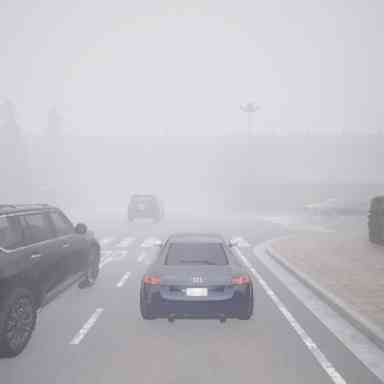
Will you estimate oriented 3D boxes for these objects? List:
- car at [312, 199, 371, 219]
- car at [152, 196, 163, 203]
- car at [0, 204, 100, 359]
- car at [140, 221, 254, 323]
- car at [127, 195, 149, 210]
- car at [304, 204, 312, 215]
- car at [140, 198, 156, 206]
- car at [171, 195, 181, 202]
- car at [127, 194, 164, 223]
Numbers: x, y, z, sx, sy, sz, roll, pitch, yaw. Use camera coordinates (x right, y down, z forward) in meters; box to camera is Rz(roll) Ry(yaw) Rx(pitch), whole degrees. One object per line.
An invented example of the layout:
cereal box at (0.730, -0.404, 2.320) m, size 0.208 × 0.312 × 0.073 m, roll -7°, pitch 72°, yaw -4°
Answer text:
car at (13.101, 1.436, 27.960) m, size 4.902 × 1.511 × 2.128 m, roll 0°, pitch 0°, yaw 0°
car at (-7.018, 1.526, 67.908) m, size 1.812 × 1.442 × 4.674 m, roll 0°, pitch 0°, yaw 0°
car at (-3.401, 1.221, 6.104) m, size 2.150 × 2.045 × 5.566 m, roll 0°, pitch 0°, yaw 0°
car at (0.082, 1.564, 7.315) m, size 1.994 × 1.385 × 4.181 m, roll 0°, pitch 0°, yaw 0°
car at (-7.095, 1.352, 44.246) m, size 2.097 × 1.767 × 4.553 m, roll 0°, pitch 0°, yaw 0°
car at (13.193, 1.422, 31.455) m, size 5.008 × 1.535 × 1.882 m, roll 0°, pitch 0°, yaw 0°
car at (-7.091, 1.600, 54.300) m, size 1.895 × 1.301 × 4.718 m, roll 0°, pitch 0°, yaw 0°
car at (-3.506, 1.355, 74.447) m, size 2.097 × 1.767 × 4.553 m, roll 0°, pitch 0°, yaw 0°
car at (-3.400, 1.173, 25.109) m, size 2.150 × 2.045 × 5.566 m, roll 0°, pitch 0°, yaw 0°
